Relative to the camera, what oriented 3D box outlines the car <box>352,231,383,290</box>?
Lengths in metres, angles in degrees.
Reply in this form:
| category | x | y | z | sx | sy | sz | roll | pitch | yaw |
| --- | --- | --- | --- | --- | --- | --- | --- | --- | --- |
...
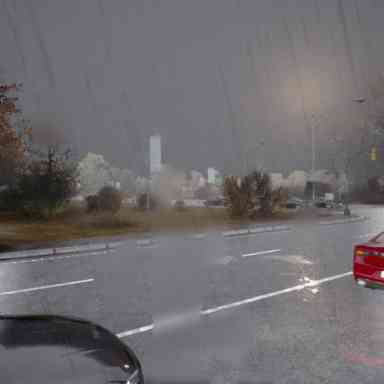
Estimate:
| category | x | y | z | sx | sy | sz | roll | pitch | yaw |
| --- | --- | --- | --- | --- | --- | --- | --- | --- | --- |
| car | 5.815 | 1.445 | 7.879 | 5.008 | 1.535 | 1.882 | 0 | 0 | -35 |

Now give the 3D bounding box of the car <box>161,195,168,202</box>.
| category | x | y | z | sx | sy | sz | roll | pitch | yaw |
| --- | --- | --- | --- | --- | --- | --- | --- | --- | --- |
| car | -6.533 | 1.264 | 65.041 | 2.128 | 1.511 | 4.902 | -1 | 0 | -38 |

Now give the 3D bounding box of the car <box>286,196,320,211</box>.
| category | x | y | z | sx | sy | sz | roll | pitch | yaw |
| --- | --- | --- | --- | --- | --- | --- | --- | --- | --- |
| car | 11.153 | 1.277 | 37.188 | 2.128 | 1.511 | 4.902 | -1 | 0 | -39 |

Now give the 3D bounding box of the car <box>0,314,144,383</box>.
| category | x | y | z | sx | sy | sz | roll | pitch | yaw |
| --- | --- | --- | --- | --- | --- | --- | --- | --- | --- |
| car | -2.610 | 1.492 | 1.867 | 4.902 | 1.511 | 2.128 | 0 | 0 | -36 |

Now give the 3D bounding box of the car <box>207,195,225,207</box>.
| category | x | y | z | sx | sy | sz | roll | pitch | yaw |
| --- | --- | --- | --- | --- | --- | --- | --- | --- | --- |
| car | 3.961 | 1.144 | 46.176 | 2.097 | 1.767 | 4.553 | -1 | 0 | -39 |

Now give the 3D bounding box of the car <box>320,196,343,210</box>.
| category | x | y | z | sx | sy | sz | roll | pitch | yaw |
| --- | --- | --- | --- | --- | --- | --- | --- | --- | --- |
| car | 14.767 | 1.247 | 38.287 | 2.128 | 1.511 | 4.902 | -1 | 0 | -39 |

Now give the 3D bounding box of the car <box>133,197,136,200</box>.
| category | x | y | z | sx | sy | sz | roll | pitch | yaw |
| --- | --- | --- | --- | --- | --- | --- | --- | --- | --- |
| car | -9.547 | 1.327 | 63.215 | 1.812 | 1.442 | 4.674 | -1 | 0 | -38 |
